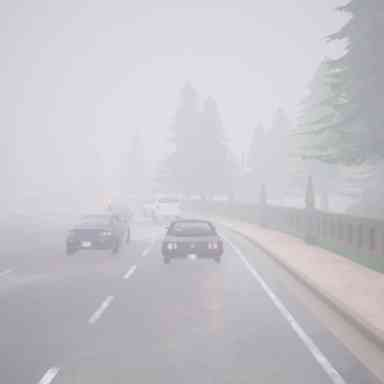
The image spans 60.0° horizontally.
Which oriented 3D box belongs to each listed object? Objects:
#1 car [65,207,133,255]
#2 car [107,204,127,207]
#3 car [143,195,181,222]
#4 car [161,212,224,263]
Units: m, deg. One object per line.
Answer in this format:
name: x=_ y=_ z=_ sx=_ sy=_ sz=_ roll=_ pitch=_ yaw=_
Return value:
car: x=-3.618 y=1.556 z=13.329 sx=1.812 sy=1.442 sz=4.674 roll=0 pitch=0 yaw=-3
car: x=-6.148 y=1.664 z=27.160 sx=1.895 sy=1.301 sz=4.718 roll=0 pitch=0 yaw=-20
car: x=-2.555 y=1.287 z=27.549 sx=2.150 sy=2.045 sz=5.566 roll=0 pitch=0 yaw=-19
car: x=-0.042 y=1.629 z=12.056 sx=1.895 sy=1.301 sz=4.718 roll=0 pitch=0 yaw=-2
